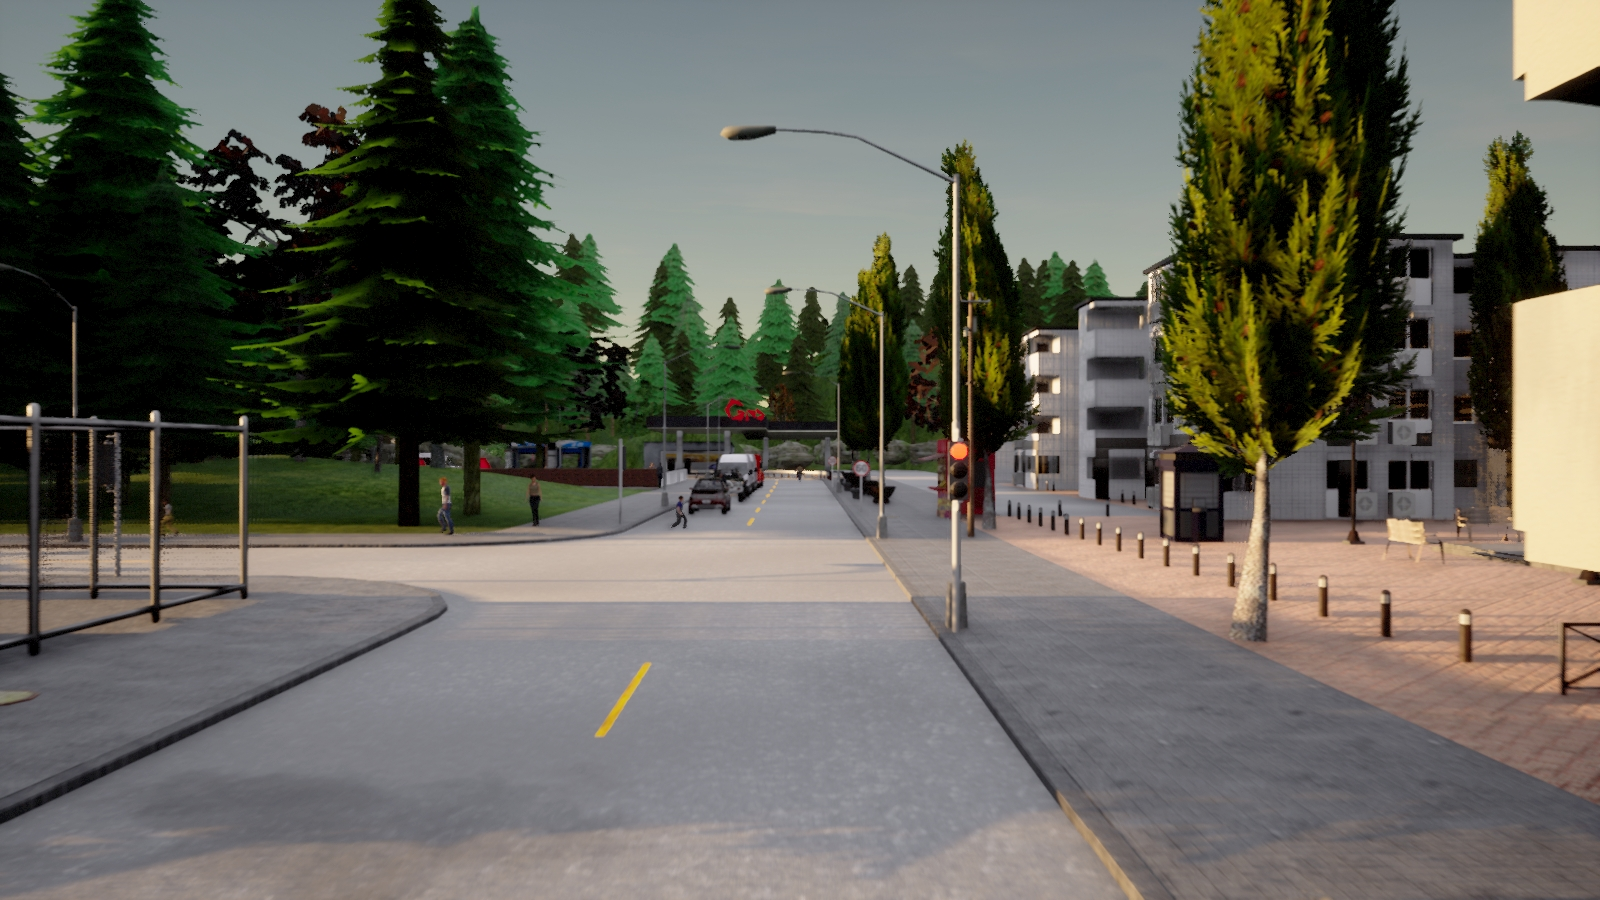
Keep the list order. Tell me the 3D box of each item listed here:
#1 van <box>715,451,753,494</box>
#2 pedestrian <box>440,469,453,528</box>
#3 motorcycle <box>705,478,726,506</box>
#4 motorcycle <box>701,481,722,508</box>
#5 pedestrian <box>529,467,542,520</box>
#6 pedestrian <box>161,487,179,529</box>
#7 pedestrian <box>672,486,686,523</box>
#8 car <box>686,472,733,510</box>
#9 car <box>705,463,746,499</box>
[{"bbox_3d":[-3.990,1.315,69.692,1.988,2.561,5.915,0,0,0],"label":"van"},{"bbox_3d":[-11.150,1.524,36.019,0.375,1.860,0.375,0,0,-14],"label":"pedestrian"},{"bbox_3d":[-3.987,1.962,53.792,0.856,1.236,1.805,0,0,0],"label":"motorcycle"},{"bbox_3d":[-4.017,1.993,51.800,0.803,1.145,2.033,0,0,0],"label":"motorcycle"},{"bbox_3d":[-9.290,1.526,40.090,0.375,1.860,0.375,0,0,0],"label":"pedestrian"},{"bbox_3d":[-19.684,1.805,35.700,0.375,1.300,0.375,0,0,-5],"label":"pedestrian"},{"bbox_3d":[-4.252,1.909,40.200,0.375,1.300,0.375,0,0,13],"label":"pedestrian"},{"bbox_3d":[-3.999,1.806,50.838,1.789,1.549,3.705,0,0,0],"label":"car"},{"bbox_3d":[-4.045,1.644,62.625,1.932,1.855,4.605,0,0,0],"label":"car"}]
